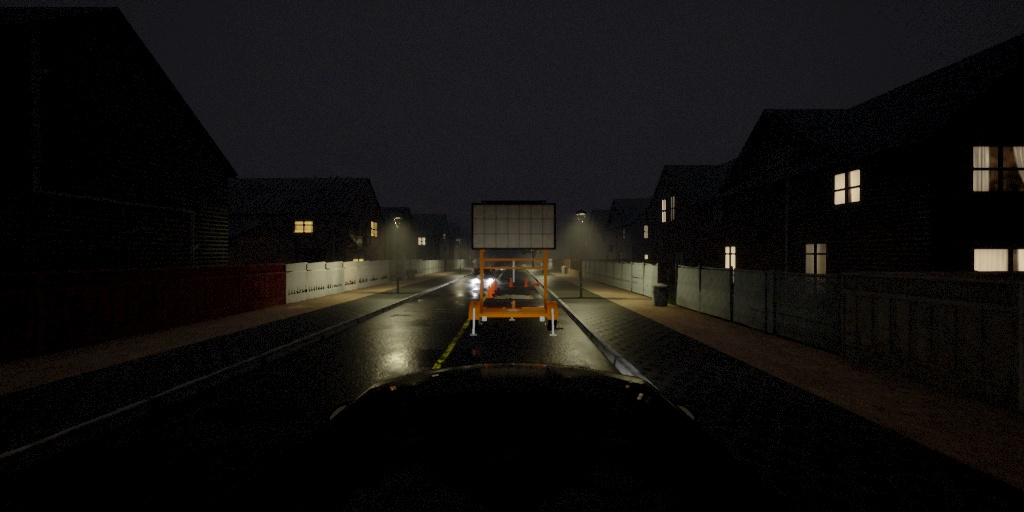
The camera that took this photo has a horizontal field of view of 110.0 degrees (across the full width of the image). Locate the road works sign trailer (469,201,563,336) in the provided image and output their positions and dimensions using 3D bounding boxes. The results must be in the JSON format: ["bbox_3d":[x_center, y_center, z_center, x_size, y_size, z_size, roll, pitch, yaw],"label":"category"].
[{"bbox_3d":[0.049,0.214,10.396,2.380,3.560,2.880,0,0,1],"label":"road works sign trailer"}]

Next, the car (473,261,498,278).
[{"bbox_3d":[-2.682,1.404,35.323,1.895,1.301,4.718,0,0,0],"label":"car"}]
